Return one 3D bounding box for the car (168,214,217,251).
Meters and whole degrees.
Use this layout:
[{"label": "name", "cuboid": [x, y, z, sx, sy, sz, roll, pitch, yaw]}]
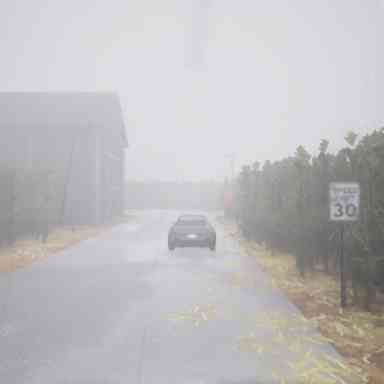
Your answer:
[{"label": "car", "cuboid": [0.000, 1.659, 14.654, 1.994, 1.385, 4.181, 0, 0, 0]}]
